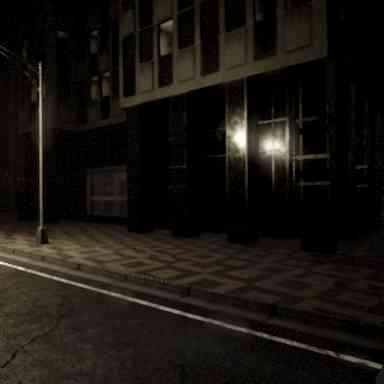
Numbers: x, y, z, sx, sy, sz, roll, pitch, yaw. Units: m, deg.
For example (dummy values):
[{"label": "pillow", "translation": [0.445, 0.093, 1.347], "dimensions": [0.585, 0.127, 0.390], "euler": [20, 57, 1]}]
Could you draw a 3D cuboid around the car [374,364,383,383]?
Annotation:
[{"label": "car", "translation": [3.501, 1.601, 1.534], "dimensions": [4.718, 1.301, 1.895], "euler": [0, 0, 35]}]
